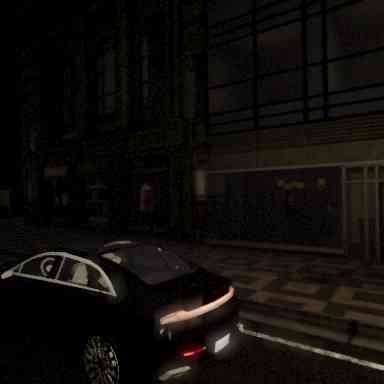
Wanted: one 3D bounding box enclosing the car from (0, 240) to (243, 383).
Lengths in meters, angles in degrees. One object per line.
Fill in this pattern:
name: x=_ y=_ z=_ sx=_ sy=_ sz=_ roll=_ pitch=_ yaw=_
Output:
car: x=-1.607 y=1.526 z=5.233 sx=4.902 sy=1.511 sz=2.128 roll=-1 pitch=0 yaw=36
